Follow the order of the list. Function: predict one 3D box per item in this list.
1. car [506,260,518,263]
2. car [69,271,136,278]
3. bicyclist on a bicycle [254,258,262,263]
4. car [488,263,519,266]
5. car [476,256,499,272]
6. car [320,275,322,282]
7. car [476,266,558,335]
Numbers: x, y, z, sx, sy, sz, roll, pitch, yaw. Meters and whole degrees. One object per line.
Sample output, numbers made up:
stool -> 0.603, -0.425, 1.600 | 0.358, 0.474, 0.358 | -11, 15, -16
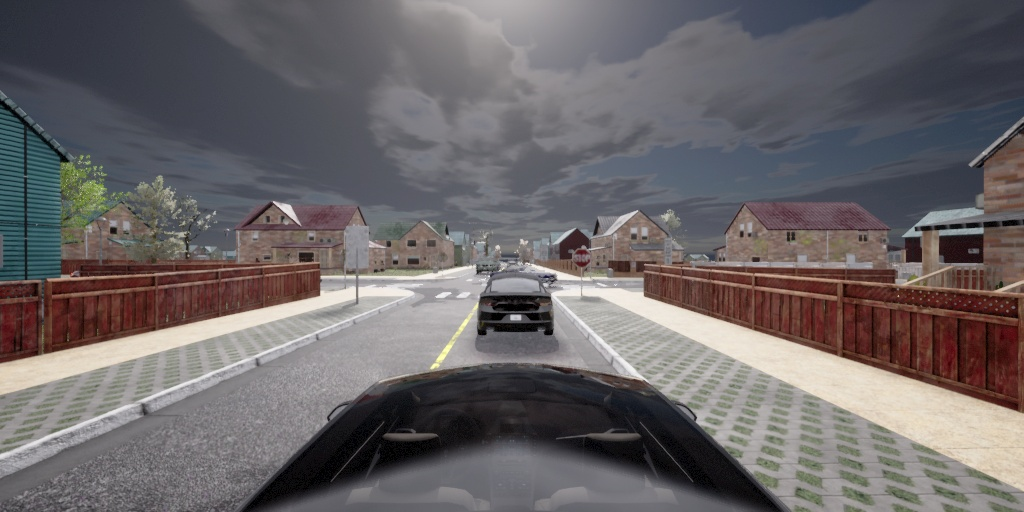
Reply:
car -> -0.024, 1.422, 58.646 | 1.812, 1.442, 4.674 | 0, 0, 0
car -> -25.071, 1.217, 22.668 | 4.181, 1.385, 1.994 | 0, 0, 0
bicyclist on a bicycle -> -20.213, 0.956, 28.553 | 0.582, 1.620, 1.656 | 0, 0, 0
car -> 0.810, 1.375, 24.639 | 4.718, 1.301, 1.895 | 1, 0, 43
car -> -2.938, 1.035, 41.639 | 2.150, 2.045, 5.566 | 0, 0, 0
car -> -15.078, 1.247, 22.719 | 5.357, 1.411, 2.033 | 0, 0, 0
car -> 0.082, 1.228, 10.489 | 1.882, 1.535, 5.008 | 0, 0, 0
